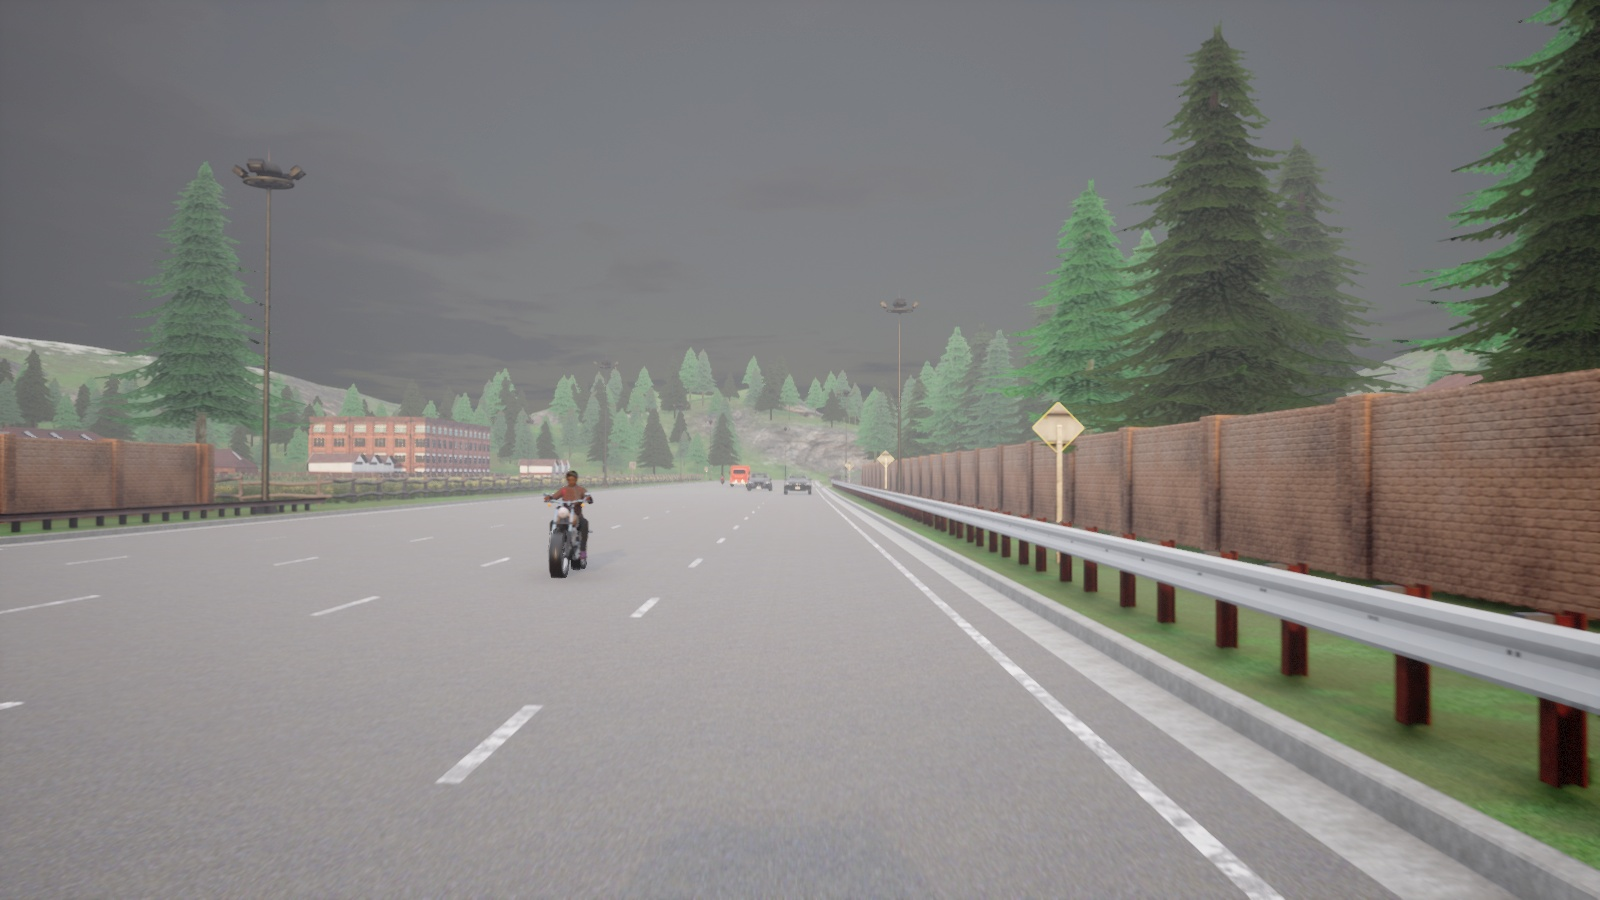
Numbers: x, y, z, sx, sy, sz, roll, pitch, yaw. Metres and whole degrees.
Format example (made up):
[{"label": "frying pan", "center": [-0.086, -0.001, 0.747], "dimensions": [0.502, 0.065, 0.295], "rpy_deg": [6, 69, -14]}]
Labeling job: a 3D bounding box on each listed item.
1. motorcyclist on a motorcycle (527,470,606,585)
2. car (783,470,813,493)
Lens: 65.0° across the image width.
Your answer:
[{"label": "motorcyclist on a motorcycle", "center": [-3.548, 1.141, 19.277], "dimensions": [0.766, 1.649, 2.350], "rpy_deg": [0, -1, 0]}, {"label": "car", "center": [-0.151, 2.362, 94.883], "dimensions": [2.152, 1.651, 5.027], "rpy_deg": [0, -1, 0]}]
